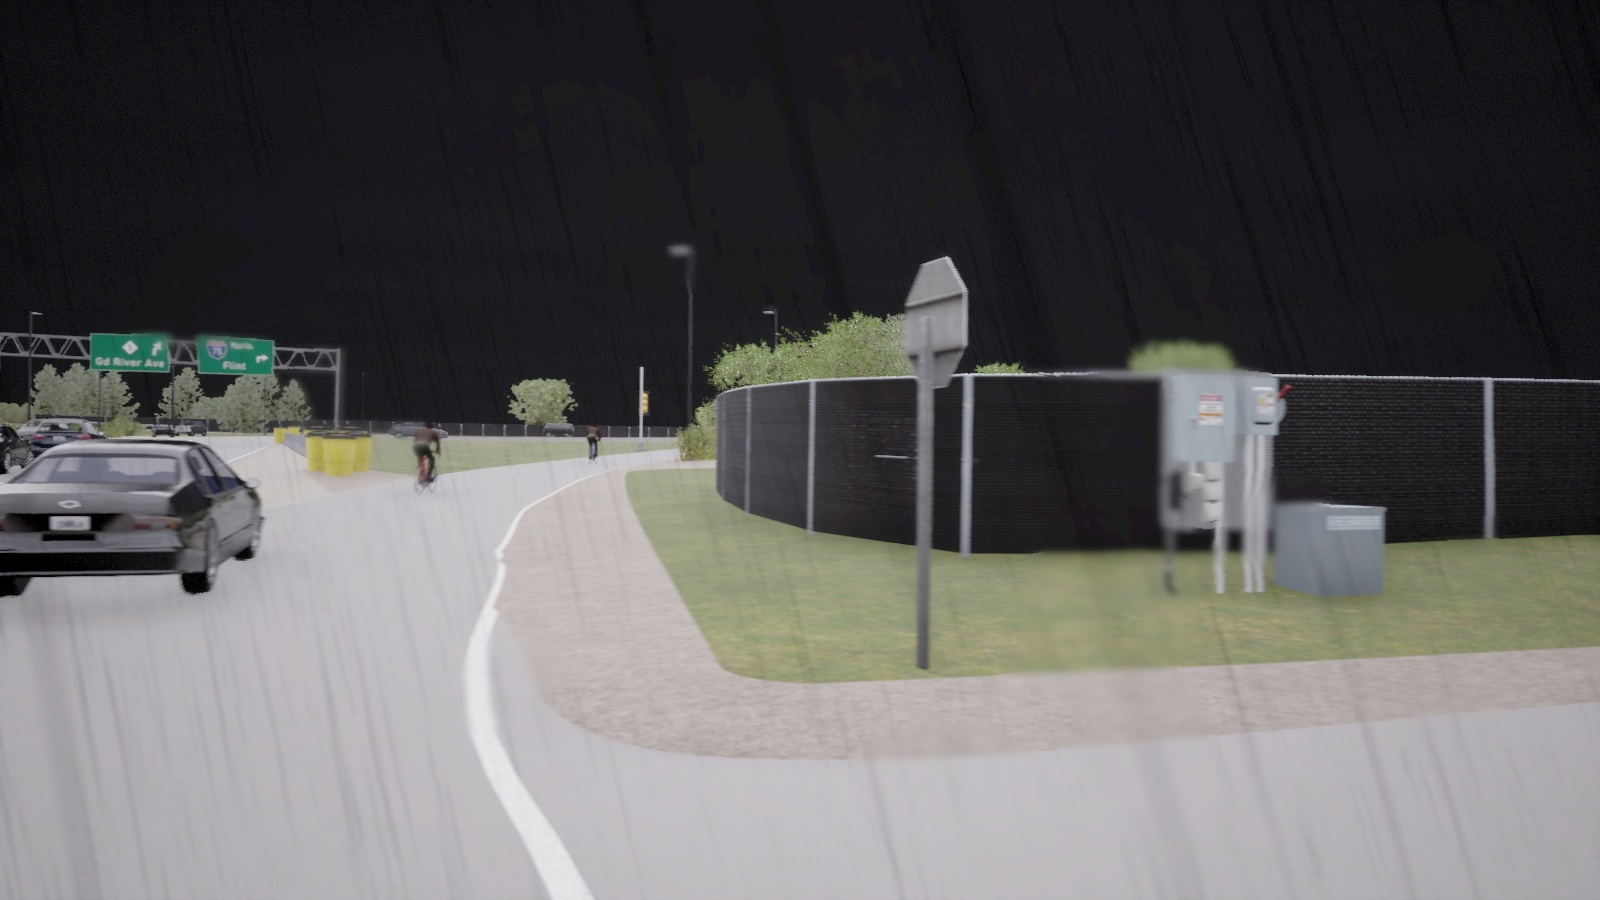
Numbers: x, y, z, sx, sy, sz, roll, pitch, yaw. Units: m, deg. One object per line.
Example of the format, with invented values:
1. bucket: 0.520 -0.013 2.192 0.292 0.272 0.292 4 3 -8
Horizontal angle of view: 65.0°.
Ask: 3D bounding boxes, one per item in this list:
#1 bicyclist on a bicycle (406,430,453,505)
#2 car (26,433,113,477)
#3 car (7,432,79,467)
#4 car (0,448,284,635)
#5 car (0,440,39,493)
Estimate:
1. bicyclist on a bicycle: -8.271 0.371 28.082 0.582 1.620 1.656 -1 1 -2
2. car: -28.965 0.148 49.936 2.242 1.667 4.611 0 1 -21
3. car: -37.185 -0.046 61.796 2.152 1.651 5.027 0 1 -21
4. car: -6.661 0.737 12.783 2.033 1.411 5.357 -1 1 -16
5. car: -24.221 0.451 37.376 1.837 1.490 4.892 0 1 -21
